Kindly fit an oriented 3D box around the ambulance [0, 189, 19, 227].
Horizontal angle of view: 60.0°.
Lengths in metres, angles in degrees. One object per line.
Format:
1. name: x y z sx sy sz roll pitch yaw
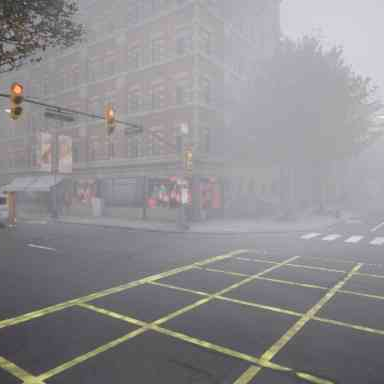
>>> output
1. ambulance: -13.762 1.031 21.271 6.366 2.431 2.351 0 0 36
